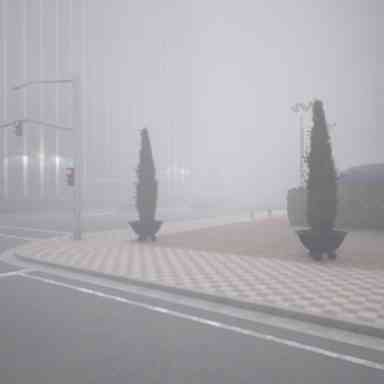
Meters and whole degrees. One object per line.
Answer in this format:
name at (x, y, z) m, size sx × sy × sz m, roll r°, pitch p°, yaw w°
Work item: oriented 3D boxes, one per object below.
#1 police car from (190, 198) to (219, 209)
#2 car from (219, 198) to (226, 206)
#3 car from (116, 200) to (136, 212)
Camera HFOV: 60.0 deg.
police car at (1.534, 1.698, 50.202) m, size 1.930 × 1.638 × 5.238 m, roll -1°, pitch 0°, yaw 35°
car at (4.354, 1.792, 60.342) m, size 1.882 × 1.535 × 5.008 m, roll -1°, pitch -1°, yaw 35°
car at (-7.664, 1.798, 43.323) m, size 2.128 × 1.511 × 4.902 m, roll -1°, pitch 0°, yaw 35°
